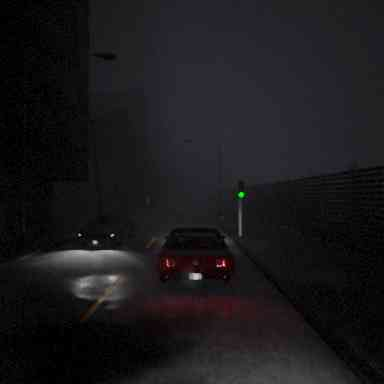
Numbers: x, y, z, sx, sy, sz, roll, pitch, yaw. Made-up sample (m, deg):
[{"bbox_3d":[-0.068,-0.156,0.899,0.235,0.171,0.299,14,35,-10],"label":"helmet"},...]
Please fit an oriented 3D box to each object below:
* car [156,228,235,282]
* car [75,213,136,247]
[{"bbox_3d":[0.091,1.727,10.071,1.895,1.301,4.718,0,-1,0],"label":"car"},{"bbox_3d":[-4.032,1.753,16.574,2.033,1.411,5.357,0,-1,1],"label":"car"}]
